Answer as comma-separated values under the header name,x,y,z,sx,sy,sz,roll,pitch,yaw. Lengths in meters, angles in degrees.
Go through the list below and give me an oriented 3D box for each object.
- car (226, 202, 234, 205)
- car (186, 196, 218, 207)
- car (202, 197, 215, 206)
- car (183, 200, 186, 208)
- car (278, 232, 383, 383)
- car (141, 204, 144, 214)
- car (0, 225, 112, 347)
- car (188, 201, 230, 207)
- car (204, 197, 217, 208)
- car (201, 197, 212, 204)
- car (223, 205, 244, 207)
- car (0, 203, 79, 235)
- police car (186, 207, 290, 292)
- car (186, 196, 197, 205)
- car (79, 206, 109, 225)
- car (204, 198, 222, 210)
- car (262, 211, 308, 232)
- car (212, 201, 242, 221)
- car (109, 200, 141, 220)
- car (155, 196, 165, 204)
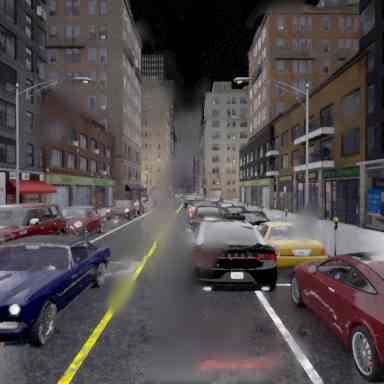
name,x,y,z,sx,sy,sz,roll,pitch,yaw
car,2.800,1.560,21.912,1.947,1.339,4.313,-1,0,0
car,0.767,1.345,24.925,2.097,1.767,4.553,0,0,-1
car,2.718,1.537,55.428,1.947,1.339,4.313,-1,0,0
car,-0.116,1.485,46.398,1.837,1.490,4.892,0,0,0
car,2.842,1.581,5.155,1.802,1.307,4.206,-1,0,0
car,-5.766,1.571,33.061,1.802,1.307,4.206,-1,0,0
car,-3.018,1.600,6.429,1.895,1.301,4.718,0,0,0
car,0.848,1.501,18.963,1.837,1.490,4.892,0,0,0
car,2.731,1.502,50.011,1.752,1.417,4.829,-1,0,0
car,2.704,1.547,61.014,1.802,1.307,4.206,-1,0,0
car,2.814,1.562,16.327,1.947,1.339,4.313,-1,0,0
car,-5.709,1.313,10.718,2.192,1.841,5.009,-1,0,0
police car,0.875,1.424,9.073,1.930,1.638,5.238,0,0,0
car,-0.163,1.444,60.138,1.882,1.535,5.008,0,0,0
car,-5.722,1.436,16.304,1.967,1.590,4.097,-1,0,0
car,2.745,1.532,44.256,2.008,1.369,4.403,-1,0,0
car,2.827,1.523,10.911,1.752,1.417,4.829,-1,0,0
car,2.787,1.543,27.498,2.008,1.369,4.403,-1,0,0
car,-5.752,1.432,27.475,1.967,1.590,4.097,-1,0,0
car,-5.842,1.510,60.989,1.887,1.381,4.507,-1,0,0
